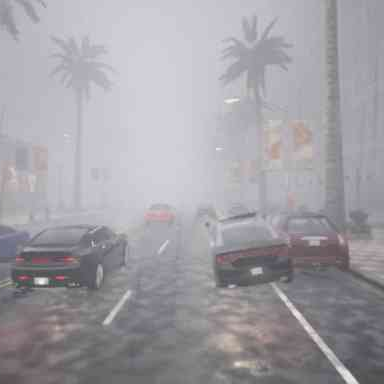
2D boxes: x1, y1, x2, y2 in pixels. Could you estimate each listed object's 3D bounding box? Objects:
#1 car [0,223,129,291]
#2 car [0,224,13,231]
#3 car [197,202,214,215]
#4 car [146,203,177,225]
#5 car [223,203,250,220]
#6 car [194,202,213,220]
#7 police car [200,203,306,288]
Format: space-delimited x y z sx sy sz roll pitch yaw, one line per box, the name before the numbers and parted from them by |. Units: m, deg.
car | -3.089 1.648 9.409 1.837 1.490 4.892 -1 -1 2
car | -6.770 1.664 9.809 1.882 1.535 5.008 -1 -1 2
car | 1.703 2.029 42.470 2.033 1.411 5.357 -1 -1 2
car | -2.433 1.699 27.345 2.097 1.767 4.553 -1 -1 2
car | 4.399 1.859 33.270 2.161 1.482 4.786 -1 -1 2
car | 1.301 1.864 31.734 1.837 1.490 4.892 -1 -1 2
police car | 1.427 1.425 9.777 1.930 1.638 5.238 -9 2 1
